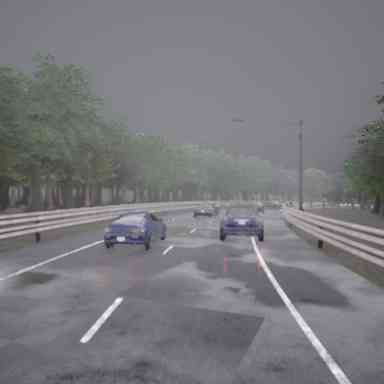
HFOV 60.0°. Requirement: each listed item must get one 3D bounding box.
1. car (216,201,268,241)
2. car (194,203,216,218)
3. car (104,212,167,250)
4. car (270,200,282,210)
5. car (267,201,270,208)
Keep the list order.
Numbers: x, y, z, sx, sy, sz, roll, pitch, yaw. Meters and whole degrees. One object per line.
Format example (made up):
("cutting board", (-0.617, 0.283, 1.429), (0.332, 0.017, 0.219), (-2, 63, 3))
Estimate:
("car", (2.606, 1.450, 17.391), (2.097, 1.767, 4.553), (0, 0, 9))
("car", (1.582, 1.803, 33.543), (1.994, 1.385, 4.181), (0, -1, 16))
("car", (-2.335, 1.578, 14.537), (1.812, 1.442, 4.674), (0, 0, 7))
("car", (13.503, 2.162, 55.188), (1.837, 1.490, 4.892), (0, -1, 28))
("car", (8.065, 1.898, 42.293), (2.128, 1.511, 4.902), (0, -1, 22))
